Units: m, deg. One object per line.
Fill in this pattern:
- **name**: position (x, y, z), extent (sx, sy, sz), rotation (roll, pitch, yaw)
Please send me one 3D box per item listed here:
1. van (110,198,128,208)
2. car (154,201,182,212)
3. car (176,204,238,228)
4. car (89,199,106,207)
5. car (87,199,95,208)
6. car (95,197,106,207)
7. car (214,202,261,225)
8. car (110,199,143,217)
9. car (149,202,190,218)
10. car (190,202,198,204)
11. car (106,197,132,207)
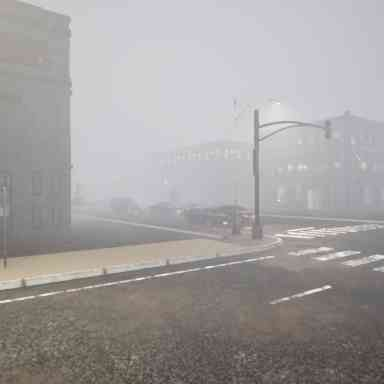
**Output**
- **van**: position (-12.978, 1.906, 59.100), extent (1.690, 1.788, 3.998), rotation (-1, 0, -36)
- **car**: position (-3.325, 1.965, 45.584), extent (1.802, 1.307, 4.206), rotation (-2, 0, -36)
- **car**: position (1.031, 1.814, 24.843), extent (1.947, 1.339, 4.313), rotation (-2, 0, -36)
- **car**: position (-19.404, 2.227, 68.111), extent (1.887, 1.381, 4.507), rotation (-1, 0, -36)
- **car**: position (-19.219, 2.159, 63.412), extent (2.128, 1.511, 4.902), rotation (-1, 0, -36)
- **car**: position (-16.194, 1.939, 63.605), extent (2.192, 1.841, 5.009), rotation (-1, 0, -36)
- **car**: position (3.338, 1.745, 26.303), extent (1.812, 1.442, 4.674), rotation (-1, 0, -35)
- **car**: position (-6.934, 1.846, 36.209), extent (1.967, 1.590, 4.097), rotation (-1, 0, -36)
- **car**: position (-2.707, 1.830, 34.764), extent (2.128, 1.511, 4.902), rotation (-1, 0, -36)
- **car**: position (-0.111, 1.903, 41.079), extent (1.802, 1.307, 4.206), rotation (-2, 0, -36)
- **car**: position (-8.865, 1.681, 43.424), extent (2.150, 2.045, 5.566), rotation (-1, 0, -35)
